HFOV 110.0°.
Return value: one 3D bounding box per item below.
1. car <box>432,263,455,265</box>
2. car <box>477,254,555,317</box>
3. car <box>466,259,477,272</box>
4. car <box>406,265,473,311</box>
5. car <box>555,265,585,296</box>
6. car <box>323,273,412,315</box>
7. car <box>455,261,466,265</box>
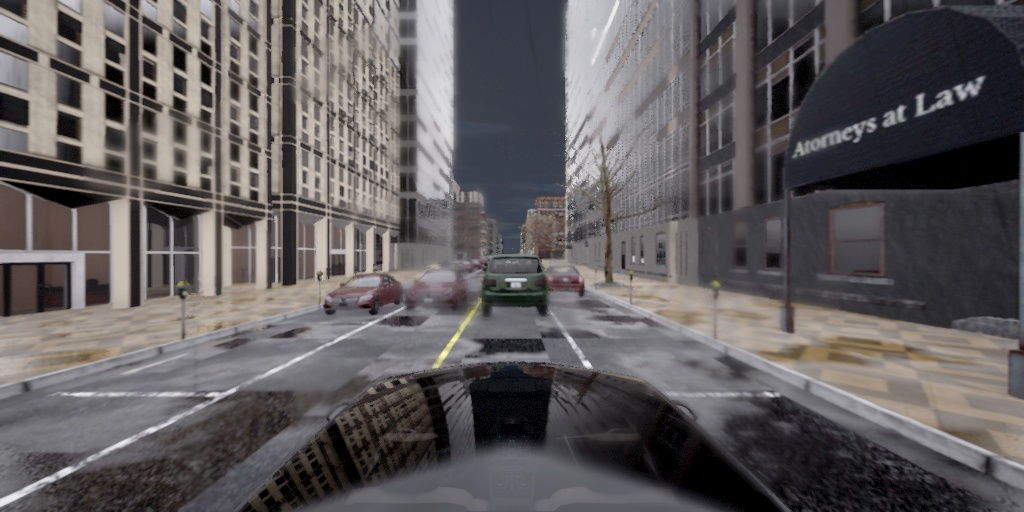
[{"bbox_3d":[-5.305,1.235,24.315,1.751,1.417,4.829,0,0,0],"label":"car"},{"bbox_3d":[0.076,0.952,13.303,2.150,2.045,5.566,0,0,-1],"label":"car"},{"bbox_3d":[-5.298,1.261,41.128,1.802,1.307,4.207,0,0,0],"label":"car"},{"bbox_3d":[-2.845,1.254,14.501,1.812,1.442,4.674,0,0,0],"label":"car"},{"bbox_3d":[2.572,1.160,18.934,1.967,1.591,4.097,0,0,0],"label":"car"},{"bbox_3d":[-5.310,1.312,13.390,1.802,1.307,4.207,0,0,0],"label":"car"},{"bbox_3d":[-5.303,1.265,30.033,1.948,1.339,4.313,0,0,0],"label":"car"}]
